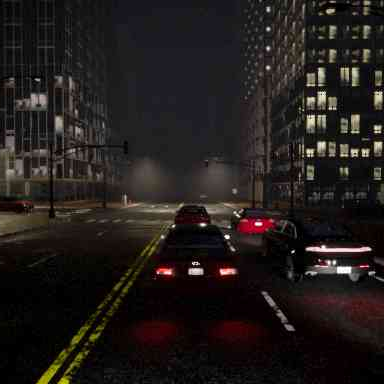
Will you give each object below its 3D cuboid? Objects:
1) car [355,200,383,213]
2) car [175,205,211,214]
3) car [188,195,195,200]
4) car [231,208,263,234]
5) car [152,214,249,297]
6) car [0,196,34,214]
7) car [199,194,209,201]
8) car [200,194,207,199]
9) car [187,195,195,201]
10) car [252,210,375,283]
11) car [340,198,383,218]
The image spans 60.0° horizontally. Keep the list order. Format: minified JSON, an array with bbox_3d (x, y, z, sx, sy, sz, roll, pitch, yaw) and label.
[{"bbox_3d":[21.716,1.643,38.532,4.829,1.417,1.752,1,0,1],"label":"car"},{"bbox_3d":[0.059,1.468,18.585,1.882,1.535,5.008,0,0,1],"label":"car"},{"bbox_3d":[-0.228,1.459,92.866,1.994,1.385,4.181,0,0,0],"label":"car"},{"bbox_3d":[3.304,1.554,18.480,1.994,1.385,4.181,0,0,0],"label":"car"},{"bbox_3d":[0.080,1.544,8.764,2.033,1.411,5.357,0,0,0],"label":"car"},{"bbox_3d":[-18.289,1.206,33.294,4.553,1.767,2.097,1,1,1],"label":"car"},{"bbox_3d":[3.051,1.513,81.434,1.895,1.301,4.718,0,0,0],"label":"car"},{"bbox_3d":[3.026,1.266,91.407,1.812,1.442,4.674,0,0,0],"label":"car"},{"bbox_3d":[-0.203,1.519,82.776,1.895,1.301,4.718,0,0,0],"label":"car"},{"bbox_3d":[3.325,1.487,9.679,2.128,1.511,4.902,0,0,0],"label":"car"},{"bbox_3d":[16.128,1.519,30.232,5.009,1.841,2.192,1,0,1],"label":"car"}]
